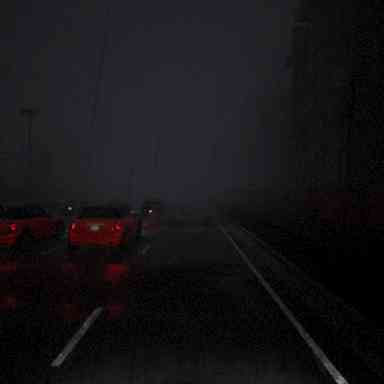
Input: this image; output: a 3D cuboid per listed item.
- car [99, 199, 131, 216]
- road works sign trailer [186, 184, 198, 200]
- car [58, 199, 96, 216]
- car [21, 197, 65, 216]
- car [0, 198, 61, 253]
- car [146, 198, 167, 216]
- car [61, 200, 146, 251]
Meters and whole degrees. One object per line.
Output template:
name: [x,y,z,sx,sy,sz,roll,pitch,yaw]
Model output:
car: [-6.907,1.373,30.372,1.994,1.385,4.181,0,0,0]
road works sign trailer: [-0.002,-0.022,77.876,2.380,3.560,2.880,0,0,0]
car: [-10.407,1.373,30.372,1.994,1.385,4.181,0,0,0]
car: [-13.905,1.281,31.331,1.882,1.535,5.008,0,0,0]
car: [-6.909,1.267,13.451,2.097,1.767,4.553,0,0,0]
car: [-3.407,1.318,29.819,1.837,1.490,4.892,0,0,0]
car: [-3.408,1.266,13.825,2.097,1.767,4.553,0,0,0]
